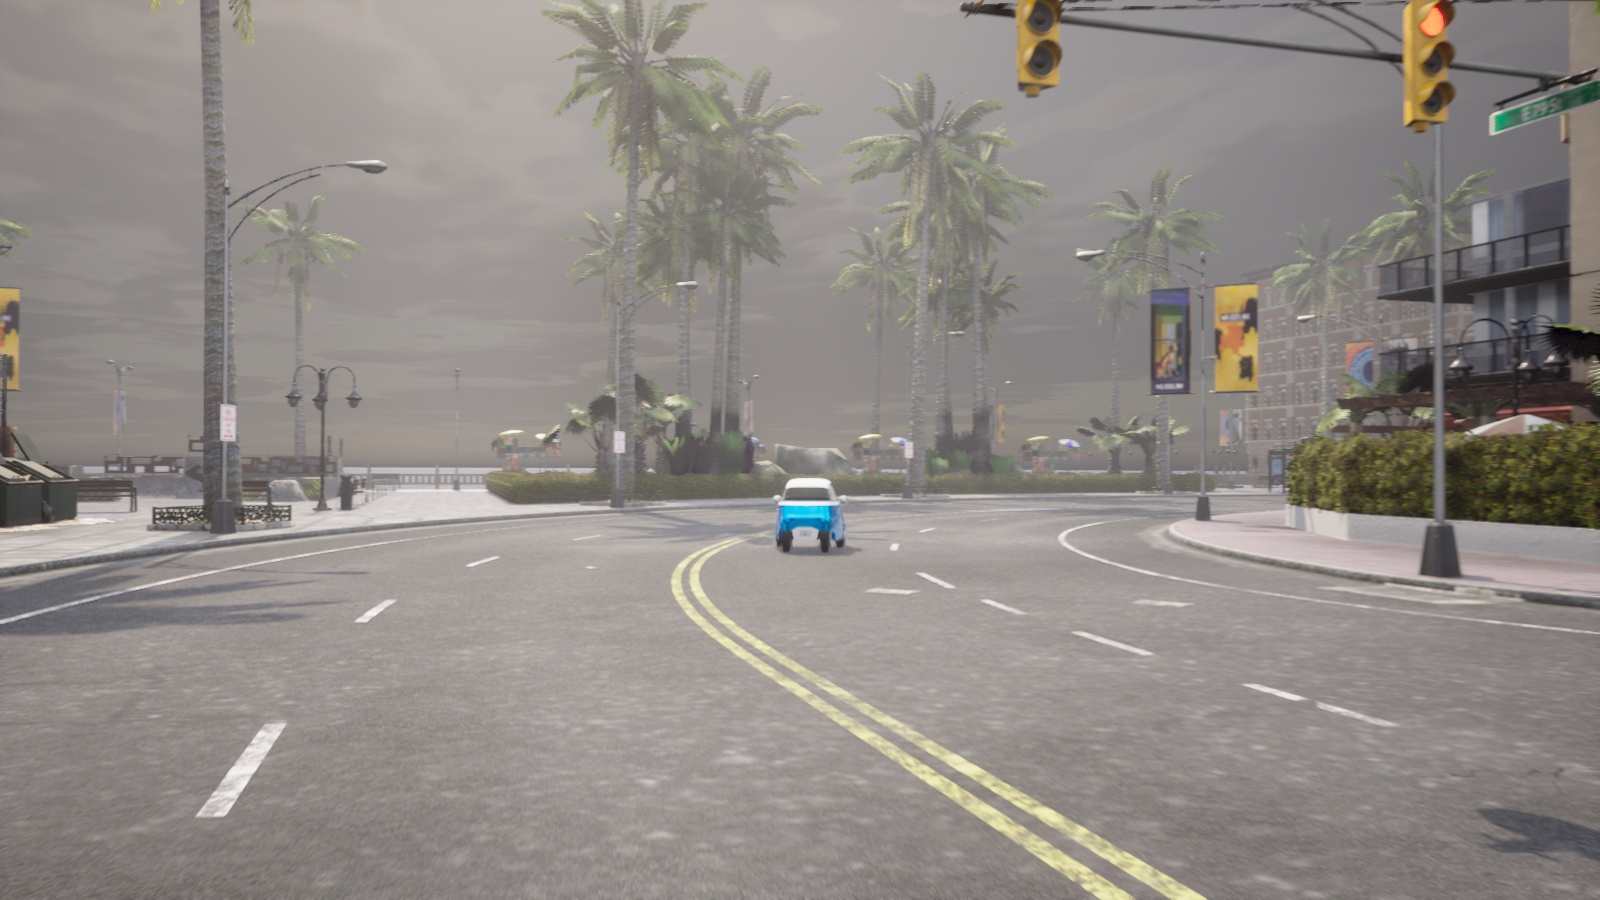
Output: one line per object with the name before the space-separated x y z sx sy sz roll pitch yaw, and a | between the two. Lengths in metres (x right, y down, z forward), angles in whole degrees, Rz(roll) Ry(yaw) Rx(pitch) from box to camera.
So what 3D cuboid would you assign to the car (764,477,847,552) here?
car | 0.140 1.235 24.663 1.481 1.376 2.207 0 -1 4
